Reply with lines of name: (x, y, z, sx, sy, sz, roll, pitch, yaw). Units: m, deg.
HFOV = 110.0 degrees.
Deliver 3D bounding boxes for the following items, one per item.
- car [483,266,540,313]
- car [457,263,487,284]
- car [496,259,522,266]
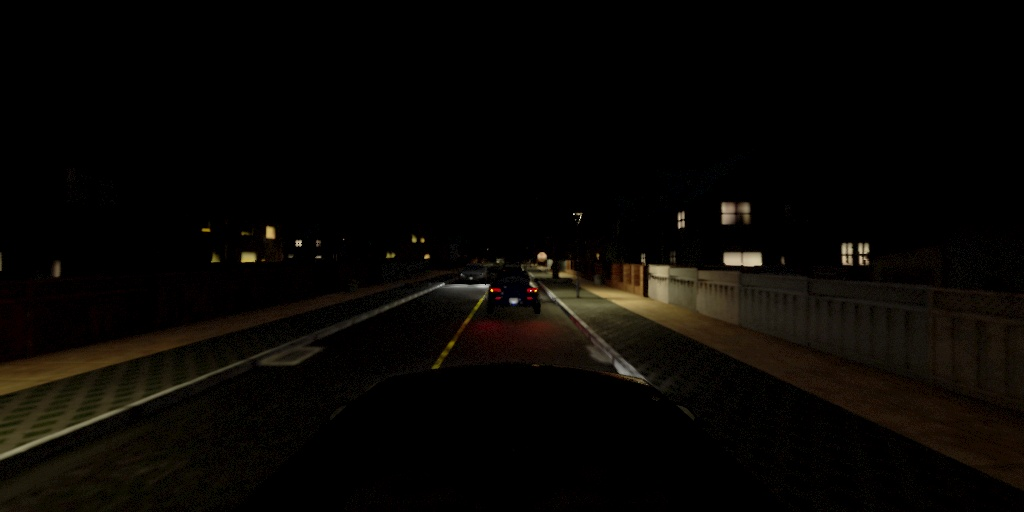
car: (0.072, 1.267, 13.763, 1.812, 1.442, 4.674, 0, 0, 0)
car: (-2.820, 1.264, 27.099, 1.812, 1.442, 4.674, 0, 0, 0)
car: (0.060, 1.230, 26.658, 2.128, 1.511, 4.902, 0, 0, 0)
